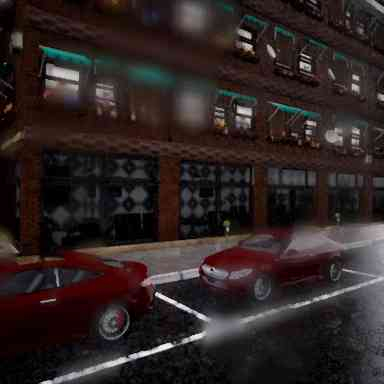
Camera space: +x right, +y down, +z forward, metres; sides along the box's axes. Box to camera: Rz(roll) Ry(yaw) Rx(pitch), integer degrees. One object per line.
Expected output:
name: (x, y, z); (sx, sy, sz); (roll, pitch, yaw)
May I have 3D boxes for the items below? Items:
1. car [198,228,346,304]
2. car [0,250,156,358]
car: (2.102, 1.582, 8.109); (4.206, 1.307, 1.802); (0, 1, -35)
car: (-2.544, 1.580, 4.870); (4.206, 1.307, 1.802); (0, 1, -35)
